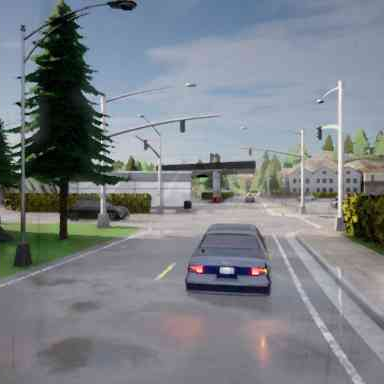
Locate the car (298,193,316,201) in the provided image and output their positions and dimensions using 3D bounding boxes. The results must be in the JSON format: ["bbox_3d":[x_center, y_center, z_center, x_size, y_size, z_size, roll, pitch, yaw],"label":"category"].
[{"bbox_3d":[27.321,1.075,79.227,3.866,1.878,1.905,0,0,10],"label":"car"}]

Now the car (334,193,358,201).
[{"bbox_3d":[34.496,1.096,74.619,4.605,1.855,1.932,0,0,10],"label":"car"}]

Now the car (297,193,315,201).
[{"bbox_3d":[26.140,1.359,76.060,3.806,1.475,1.970,0,0,10],"label":"car"}]

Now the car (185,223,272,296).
[{"bbox_3d":[1.083,1.547,8.829,2.033,1.411,5.357,0,0,10],"label":"car"}]

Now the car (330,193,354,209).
[{"bbox_3d":[20.221,1.330,42.318,5.027,1.636,2.152,0,0,10],"label":"car"}]

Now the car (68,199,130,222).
[{"bbox_3d":[-7.100,1.352,25.663,4.553,1.767,2.097,0,0,10],"label":"car"}]

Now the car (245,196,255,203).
[{"bbox_3d":[11.965,1.487,68.532,2.128,1.511,4.902,0,0,11],"label":"car"}]
